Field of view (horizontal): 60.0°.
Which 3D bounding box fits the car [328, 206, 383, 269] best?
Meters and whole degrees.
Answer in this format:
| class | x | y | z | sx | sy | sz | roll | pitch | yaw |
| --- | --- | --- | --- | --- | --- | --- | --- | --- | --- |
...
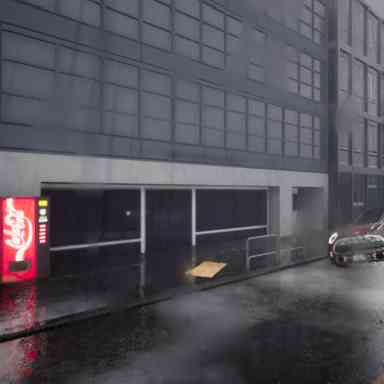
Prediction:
| class | x | y | z | sx | sy | sz | roll | pitch | yaw |
| --- | --- | --- | --- | --- | --- | --- | --- | --- | --- |
| car | 6.021 | 1.186 | 10.097 | 4.553 | 1.767 | 2.097 | 2 | -15 | -38 |
